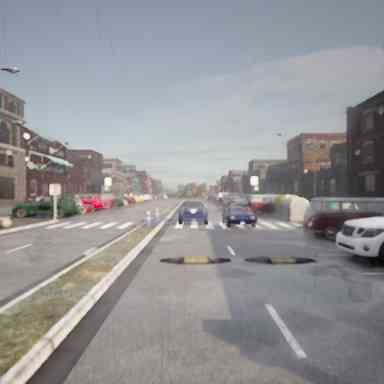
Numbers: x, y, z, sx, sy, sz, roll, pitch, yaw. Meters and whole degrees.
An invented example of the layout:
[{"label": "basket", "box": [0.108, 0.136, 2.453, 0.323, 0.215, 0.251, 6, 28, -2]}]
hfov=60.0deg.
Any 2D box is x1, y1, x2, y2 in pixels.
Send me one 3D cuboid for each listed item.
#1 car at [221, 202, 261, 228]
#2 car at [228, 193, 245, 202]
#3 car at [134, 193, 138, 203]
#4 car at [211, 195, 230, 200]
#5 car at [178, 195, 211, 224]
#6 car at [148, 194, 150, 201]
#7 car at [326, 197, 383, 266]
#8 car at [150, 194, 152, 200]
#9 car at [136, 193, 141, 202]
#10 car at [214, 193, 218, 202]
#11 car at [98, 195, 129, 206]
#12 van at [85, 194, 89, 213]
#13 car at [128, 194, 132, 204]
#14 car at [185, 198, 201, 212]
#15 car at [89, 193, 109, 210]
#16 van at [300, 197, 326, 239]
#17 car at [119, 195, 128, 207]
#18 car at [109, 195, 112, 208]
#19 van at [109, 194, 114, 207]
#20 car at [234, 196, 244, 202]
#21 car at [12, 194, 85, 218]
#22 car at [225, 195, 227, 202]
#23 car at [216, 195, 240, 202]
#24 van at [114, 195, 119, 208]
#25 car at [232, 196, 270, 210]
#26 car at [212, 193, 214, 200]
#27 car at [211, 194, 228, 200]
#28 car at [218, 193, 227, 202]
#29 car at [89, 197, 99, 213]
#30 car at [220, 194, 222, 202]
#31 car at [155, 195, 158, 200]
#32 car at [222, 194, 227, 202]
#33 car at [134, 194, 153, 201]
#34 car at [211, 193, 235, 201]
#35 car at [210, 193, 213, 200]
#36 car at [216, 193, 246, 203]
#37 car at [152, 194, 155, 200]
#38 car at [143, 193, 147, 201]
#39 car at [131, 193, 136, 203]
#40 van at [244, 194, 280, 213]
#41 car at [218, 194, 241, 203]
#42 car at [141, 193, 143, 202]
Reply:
[{"label": "car", "box": [3.100, 1.619, 22.582, 1.895, 1.301, 4.718, 0, 0, 0]}, {"label": "car", "box": [7.602, 1.263, 40.894, 5.566, 2.045, 2.435, 0, 0, 0]}, {"label": "car", "box": [-12.888, 1.478, 60.311, 4.792, 1.488, 2.163, 0, 0, 0]}, {"label": "car", "box": [7.612, 1.523, 90.512, 5.008, 1.535, 2.097, 0, -1, 0]}, {"label": "car", "box": [0.094, 1.378, 25.090, 2.097, 1.767, 4.553, 0, 0, 0]}, {"label": "car", "box": [-12.828, 1.437, 76.979, 4.674, 1.452, 2.002, 0, 0, 0]}, {"label": "car", "box": [7.609, 1.212, 10.561, 5.566, 2.045, 2.435, 0, 0, 0]}, {"label": "car", "box": [-13.012, 1.406, 79.753, 5.366, 1.575, 1.946, 0, 0, 0]}, {"label": "car", "box": [-12.860, 1.435, 63.090, 4.892, 1.521, 2.231, 0, 0, 0]}, {"label": "car", "box": [7.596, 1.190, 62.958, 5.566, 2.045, 2.435, 0, 0, 0]}, {"label": "car", "box": [-12.899, 1.350, 54.752, 4.553, 1.767, 2.185, 0, 0, 0]}, {"label": "van", "box": [-12.818, 1.291, 32.516, 4.442, 1.987, 1.878, 0, 0, 0]}, {"label": "car", "box": [-12.687, 1.484, 52.096, 5.366, 1.575, 1.946, 0, 0, 0]}, {"label": "car", "box": [0.088, 1.511, 41.406, 1.882, 1.535, 5.008, 0, 0, 0]}, {"label": "car", "box": [-12.939, 1.266, 38.076, 5.566, 2.045, 2.435, 0, 0, 0]}, {"label": "van", "box": [7.519, 1.250, 16.073, 4.442, 1.987, 1.878, 0, 0, 0]}, {"label": "car", "box": [-12.847, 1.245, 49.312, 5.566, 2.045, 2.435, 0, 0, 0]}, {"label": "car", "box": [-12.893, 1.516, 40.977, 4.892, 1.521, 2.231, 0, 0, 0]}, {"label": "van", "box": [-13.009, 1.285, 43.759, 4.442, 1.987, 1.878, 0, 0, 0]}, {"label": "car", "box": [7.601, 1.547, 38.136, 4.792, 1.488, 2.163, 0, 0, 0]}, {"label": "car", "box": [-12.976, 1.262, 29.740, 5.566, 2.045, 2.435, 0, 0, 0]}, {"label": "car", "box": [7.625, 1.538, 49.170, 4.674, 1.452, 2.002, 0, 0, 0]}, {"label": "car", "box": [7.651, 1.438, 71.230, 4.792, 1.488, 2.163, 0, 0, 0]}, {"label": "van", "box": [-13.000, 1.279, 46.413, 4.442, 1.987, 1.878, 0, 0, 0]}, {"label": "car", "box": [7.660, 1.385, 43.653, 4.553, 1.767, 2.185, 0, 0, 0]}, {"label": "car", "box": [7.616, 1.403, 73.981, 5.008, 1.535, 2.097, 0, 0, 0]}, {"label": "car", "box": [7.648, 1.435, 93.271, 4.553, 1.767, 2.185, 0, -1, 0]}, {"label": "car", "box": [7.594, 1.329, 60.202, 4.553, 1.767, 2.185, 0, 0, 0]}, {"label": "car", "box": [-12.894, 1.548, 35.423, 4.792, 1.488, 2.163, 0, 0, 0]}, {"label": "car", "box": [7.812, 1.476, 54.686, 5.366, 1.575, 1.946, 0, 0, 0]}, {"label": "car", "box": [-12.809, 1.565, 93.763, 4.892, 1.521, 2.231, 0, -1, 0]}, {"label": "car", "box": [7.812, 1.486, 51.926, 5.366, 1.575, 1.946, 0, 0, 0]}, {"label": "car", "box": [-12.781, 1.360, 88.085, 4.553, 1.767, 2.185, 0, -1, 0]}, {"label": "car", "box": [7.591, 1.185, 82.250, 5.566, 2.045, 2.435, 0, 0, 0]}, {"label": "car", "box": [7.593, 1.157, 76.739, 5.566, 2.045, 2.435, 0, 0, 0]}, {"label": "car", "box": [7.652, 1.177, 65.716, 5.566, 2.045, 2.435, 0, 0, 0]}, {"label": "car", "box": [-12.793, 1.175, 82.533, 5.566, 2.045, 2.435, 0, 0, 0]}, {"label": "car", "box": [-13.025, 1.393, 71.551, 5.366, 1.575, 1.946, 0, 0, 0]}, {"label": "car", "box": [-12.858, 1.462, 57.531, 5.008, 1.535, 2.097, 0, 0, 0]}, {"label": "van", "box": [7.749, 1.291, 32.618, 4.442, 1.987, 1.878, 0, 0, 0]}, {"label": "car", "box": [7.654, 1.289, 68.472, 4.553, 1.767, 2.185, 0, 0, 0]}, {"label": "car", "box": [-12.854, 1.418, 65.994, 5.008, 1.535, 2.097, 0, 0, 0]}]
